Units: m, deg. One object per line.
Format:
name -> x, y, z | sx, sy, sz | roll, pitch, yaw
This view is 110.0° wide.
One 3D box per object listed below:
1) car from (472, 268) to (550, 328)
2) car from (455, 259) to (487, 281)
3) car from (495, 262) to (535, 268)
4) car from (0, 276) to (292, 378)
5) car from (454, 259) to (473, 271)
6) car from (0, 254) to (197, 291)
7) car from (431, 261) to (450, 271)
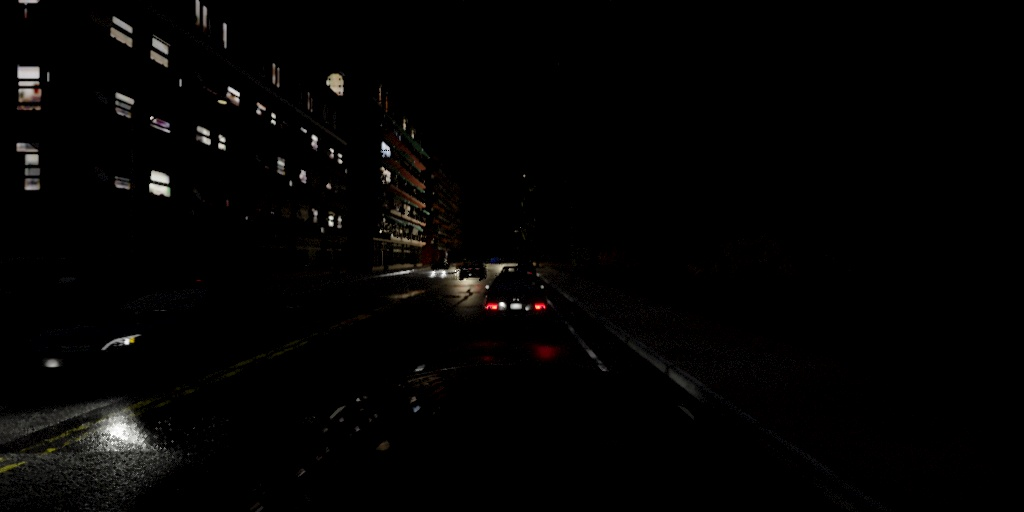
car -> 0.092, 1.291, 11.369 | 2.033, 1.411, 5.357 | 0, 0, 0
car -> -3.182, 1.221, 29.782 | 2.128, 1.511, 4.902 | 0, 0, 0
car -> 0.077, 1.283, 21.731 | 2.033, 1.411, 5.357 | 0, 0, 0
car -> -6.605, 1.271, 7.482 | 1.812, 1.442, 4.674 | 0, 0, 0
car -> -6.654, 1.189, 49.808 | 1.882, 1.535, 5.008 | 0, 0, 0
car -> -9.856, 0.967, 7.871 | 2.150, 2.045, 5.566 | 0, 0, 0
car -> -9.905, 1.312, 49.708 | 1.895, 1.301, 4.718 | 0, 0, 0
